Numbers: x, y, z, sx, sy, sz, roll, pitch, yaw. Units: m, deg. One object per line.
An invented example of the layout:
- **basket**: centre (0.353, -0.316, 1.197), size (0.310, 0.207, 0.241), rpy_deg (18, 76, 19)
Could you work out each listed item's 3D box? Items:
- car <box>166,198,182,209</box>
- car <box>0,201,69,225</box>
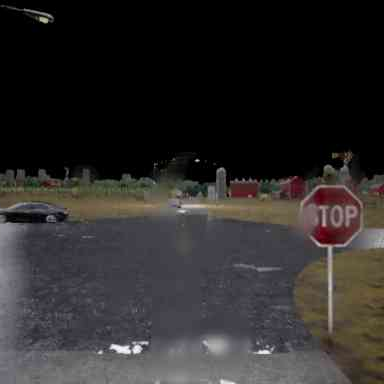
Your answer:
- **car**: centre (-2.504, 1.628, 46.861), size (1.837, 1.490, 4.892), rpy_deg (0, 0, 1)
- **car**: centre (-10.738, 1.383, 22.018), size (4.892, 1.490, 1.837), rpy_deg (2, 4, -19)
